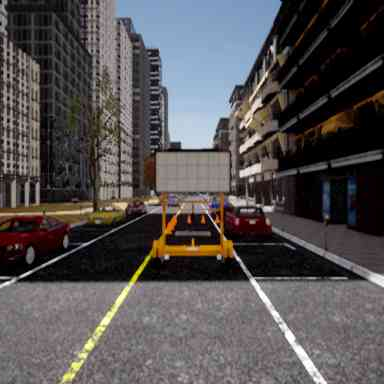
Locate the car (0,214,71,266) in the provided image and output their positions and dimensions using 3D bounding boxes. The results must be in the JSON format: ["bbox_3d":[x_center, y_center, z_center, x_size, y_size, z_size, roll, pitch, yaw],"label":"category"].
[{"bbox_3d":[-5.660,1.513,11.407,1.887,1.381,4.507,0,0,0],"label":"car"}]

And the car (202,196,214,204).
[{"bbox_3d":[2.867,1.414,61.177,2.008,1.369,4.403,0,0,0],"label":"car"}]

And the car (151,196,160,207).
[{"bbox_3d":[-5.546,1.409,49.966,1.752,1.417,4.829,0,0,0],"label":"car"}]

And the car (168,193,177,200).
[{"bbox_3d":[-5.419,1.140,93.589,2.192,1.841,5.009,0,0,0],"label":"car"}]

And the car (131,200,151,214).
[{"bbox_3d":[-5.595,1.499,33.539,1.802,1.307,4.206,0,0,0],"label":"car"}]

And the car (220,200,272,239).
[{"bbox_3d":[2.737,1.394,16.915,1.967,1.590,4.097,0,0,0],"label":"car"}]

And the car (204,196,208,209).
[{"bbox_3d":[2.802,1.345,39.046,1.967,1.590,4.097,0,0,0],"label":"car"}]

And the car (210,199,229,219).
[{"bbox_3d":[2.769,1.510,27.981,1.802,1.307,4.206,0,0,0],"label":"car"}]

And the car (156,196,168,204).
[{"bbox_3d":[-5.513,1.408,61.202,1.887,1.381,4.507,0,0,0],"label":"car"}]

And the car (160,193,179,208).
[{"bbox_3d":[-2.923,1.240,46.896,2.097,1.767,4.553,0,0,1],"label":"car"}]

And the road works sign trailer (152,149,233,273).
[{"bbox_3d":[0.028,0.435,10.589,2.380,3.560,2.880,0,0,0],"label":"road works sign trailer"}]

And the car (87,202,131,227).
[{"bbox_3d":[-5.628,1.467,22.303,1.752,1.417,4.829,0,0,0],"label":"car"}]

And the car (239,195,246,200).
[{"bbox_3d":[13.661,1.177,80.551,4.403,1.369,2.008,-1,1,0],"label":"car"}]

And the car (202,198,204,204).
[{"bbox_3d":[2.835,1.434,50.111,2.008,1.369,4.403,0,0,0],"label":"car"}]

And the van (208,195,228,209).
[{"bbox_3d":[2.785,1.258,33.513,1.690,1.788,3.998,0,0,0],"label":"van"}]
